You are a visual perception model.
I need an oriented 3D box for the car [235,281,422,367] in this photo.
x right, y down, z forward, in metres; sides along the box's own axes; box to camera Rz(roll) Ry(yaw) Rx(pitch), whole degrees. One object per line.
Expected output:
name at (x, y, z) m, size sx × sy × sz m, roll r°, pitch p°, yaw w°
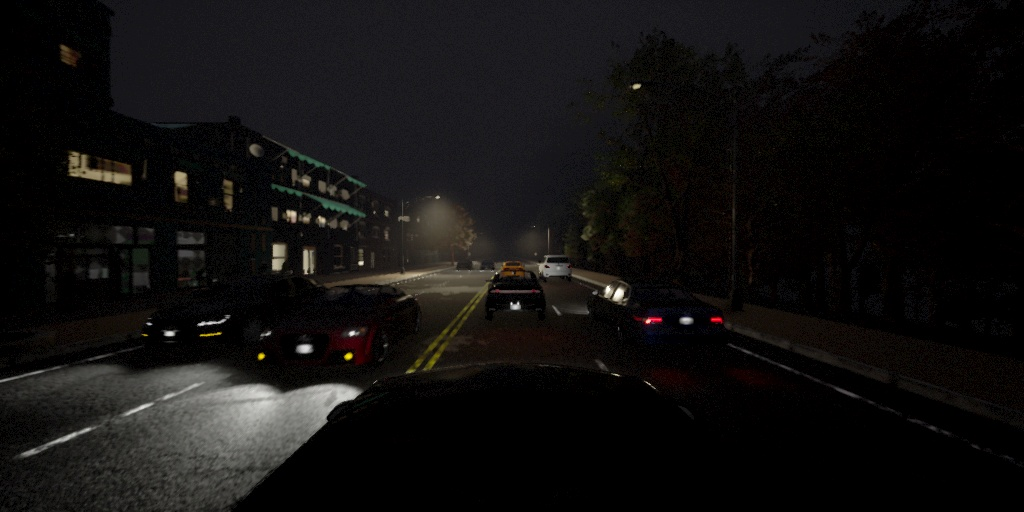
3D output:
car at (-3.350, 1.306, 7.775) m, size 1.994 × 1.385 × 4.181 m, roll 0°, pitch 0°, yaw 0°

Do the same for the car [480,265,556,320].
car at (0.101, 1.227, 12.601) m, size 2.128 × 1.511 × 4.902 m, roll 0°, pitch 0°, yaw 0°

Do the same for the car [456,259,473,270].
car at (-6.574, 1.160, 50.076) m, size 1.882 × 1.535 × 5.008 m, roll 0°, pitch 0°, yaw 0°

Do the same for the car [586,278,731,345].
car at (3.349, 1.287, 9.392) m, size 2.033 × 1.411 × 5.357 m, roll 0°, pitch 0°, yaw 0°

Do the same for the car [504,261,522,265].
car at (0.103, 1.187, 30.876) m, size 1.882 × 1.535 × 5.008 m, roll 0°, pitch 0°, yaw 0°

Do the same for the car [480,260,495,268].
car at (-3.326, 1.231, 49.312) m, size 2.033 × 1.411 × 5.357 m, roll 0°, pitch 0°, yaw 0°

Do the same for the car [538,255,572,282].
car at (3.352, 0.935, 28.578) m, size 2.150 × 2.045 × 5.566 m, roll 0°, pitch 0°, yaw 0°

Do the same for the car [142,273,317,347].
car at (-6.600, 1.245, 9.337) m, size 1.837 × 1.490 × 4.892 m, roll 0°, pitch 0°, yaw 0°
